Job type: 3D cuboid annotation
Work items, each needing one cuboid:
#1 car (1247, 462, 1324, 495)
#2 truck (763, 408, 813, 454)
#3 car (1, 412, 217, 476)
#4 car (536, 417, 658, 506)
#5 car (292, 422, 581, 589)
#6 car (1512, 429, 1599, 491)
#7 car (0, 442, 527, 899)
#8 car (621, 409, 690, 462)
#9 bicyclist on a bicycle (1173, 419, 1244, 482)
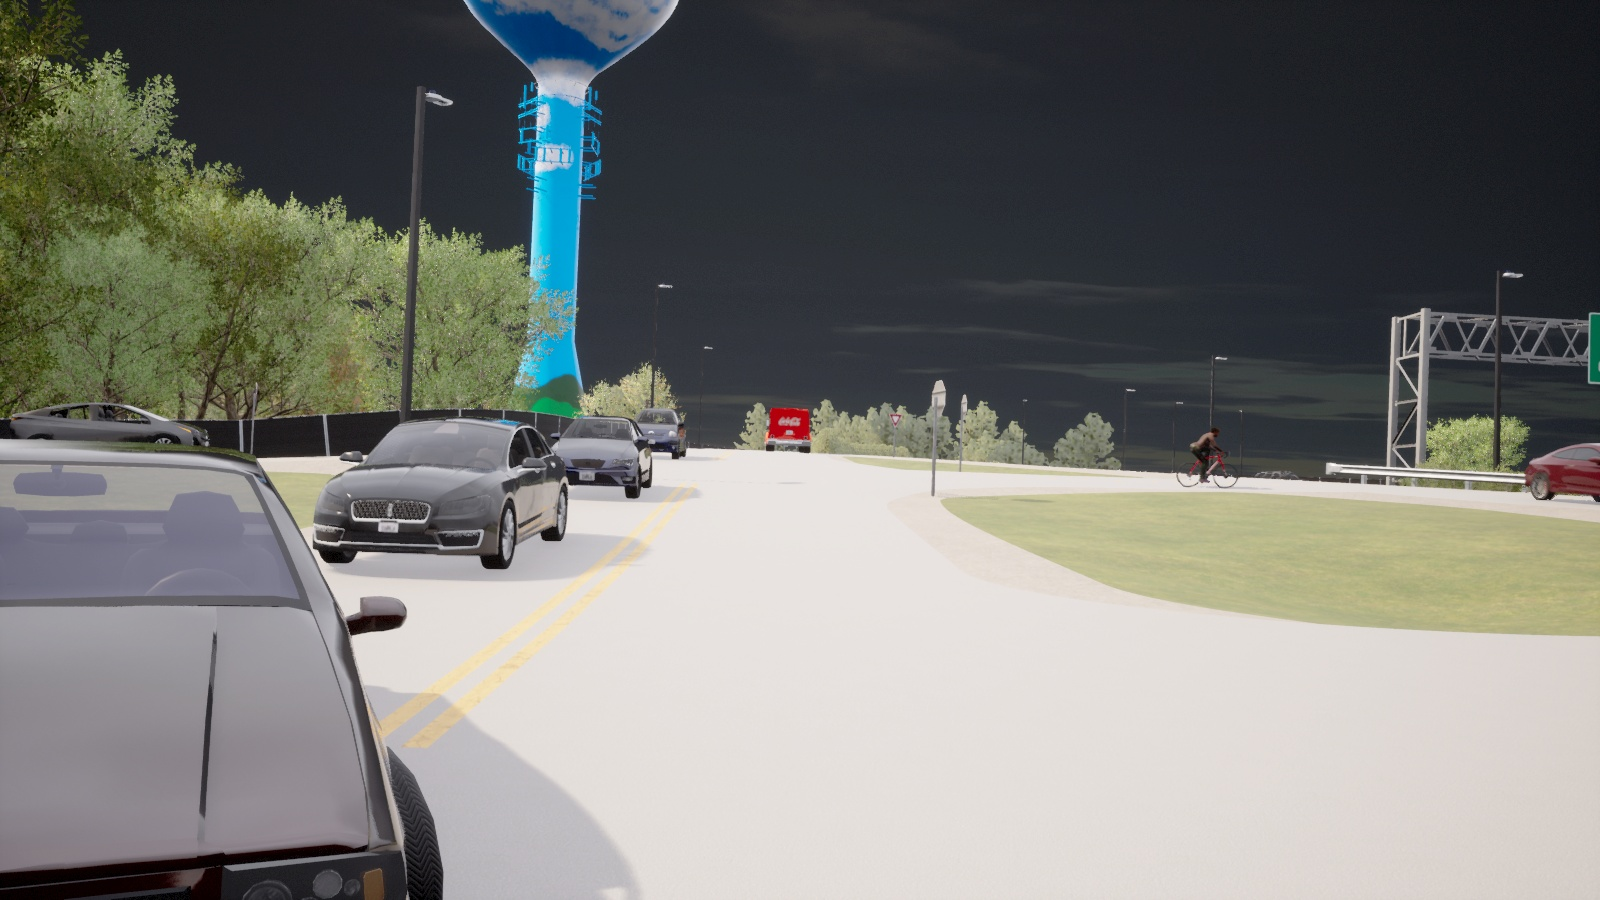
[{"bbox_3d":[28.623,1.645,74.150,1.932,1.855,4.605,2,-1,-14],"label":"car"},{"bbox_3d":[-0.709,-1.068,71.404,2.627,2.467,5.204,1,0,-2],"label":"truck"},{"bbox_3d":[-17.765,-0.173,32.539,4.514,1.525,2.007,-1,0,-14],"label":"car"},{"bbox_3d":[-3.839,0.152,24.358,1.816,1.474,4.193,1,2,-2],"label":"car"},{"bbox_3d":[-3.829,0.467,14.200,1.837,1.490,4.892,1,2,0],"label":"car"},{"bbox_3d":[19.240,0.232,29.678,1.812,1.442,4.674,1,1,-6],"label":"car"},{"bbox_3d":[-2.553,0.719,4.461,2.033,1.411,5.357,1,1,-24],"label":"car"},{"bbox_3d":[-4.680,-0.517,41.173,1.851,1.617,3.988,1,1,-1],"label":"car"},{"bbox_3d":[10.817,0.016,33.277,1.656,1.620,0.582,1,1,0],"label":"bicyclist on a bicycle"}]
